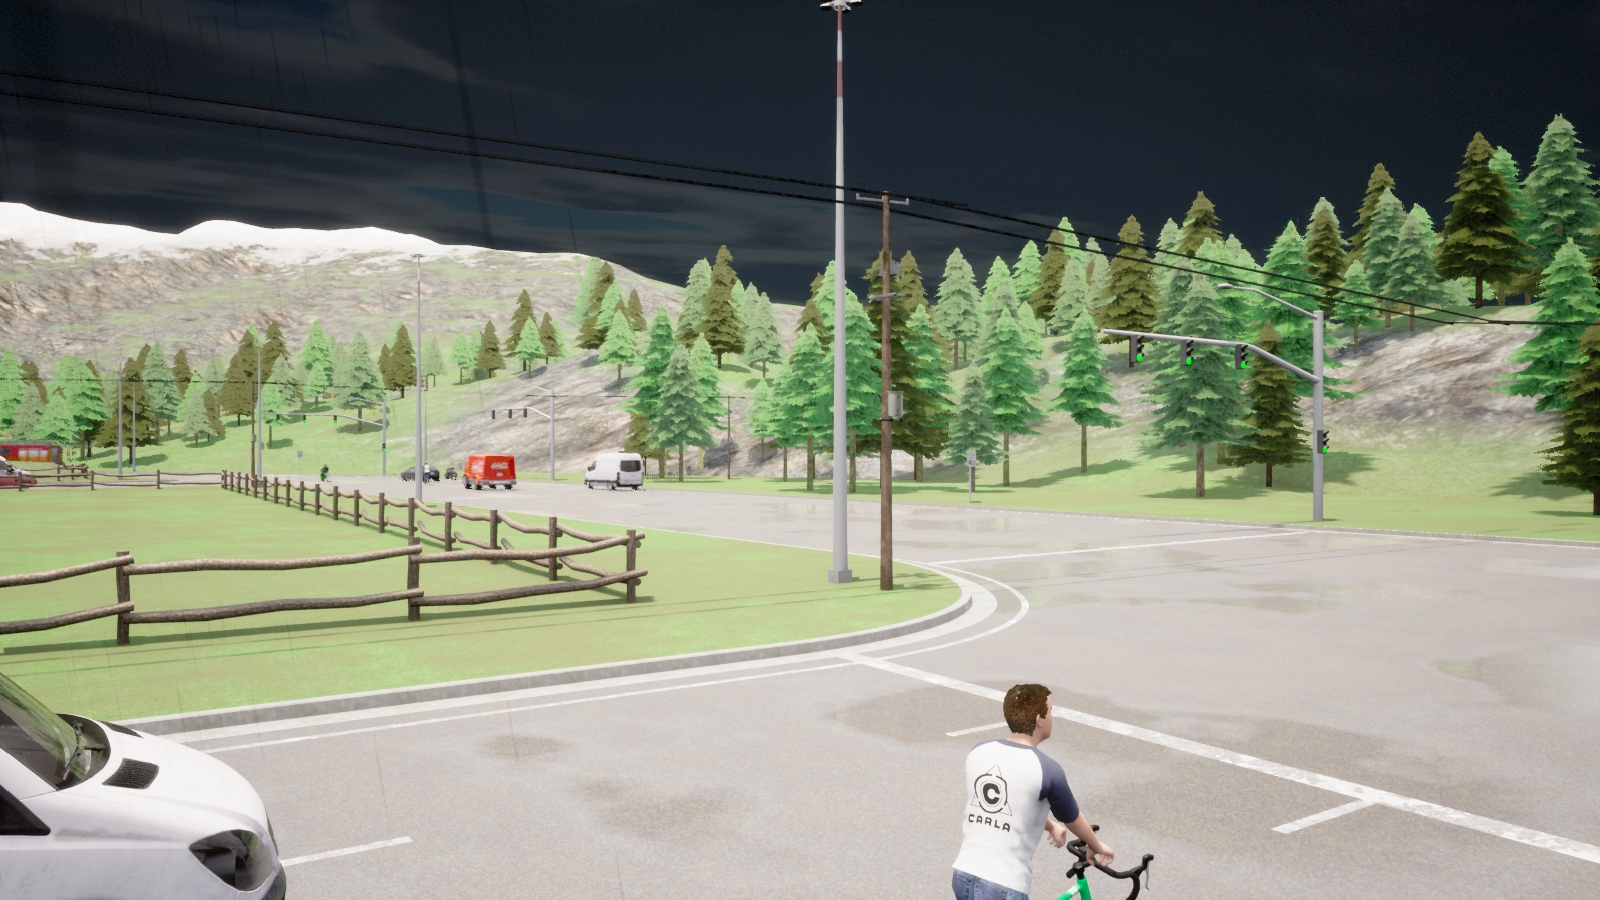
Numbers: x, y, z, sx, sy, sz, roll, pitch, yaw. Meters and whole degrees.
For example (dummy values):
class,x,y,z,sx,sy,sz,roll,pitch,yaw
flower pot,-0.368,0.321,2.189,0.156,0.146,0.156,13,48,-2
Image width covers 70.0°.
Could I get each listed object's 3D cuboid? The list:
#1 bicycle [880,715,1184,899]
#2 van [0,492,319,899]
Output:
class,x,y,z,sx,sy,sz,roll,pitch,yaw
bicycle,1.060,2.053,4.957,1.643,1.496,0.373,0,0,-41
van,-5.215,1.535,4.399,5.915,2.561,1.988,0,0,-35
